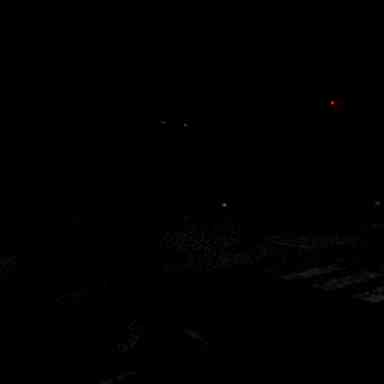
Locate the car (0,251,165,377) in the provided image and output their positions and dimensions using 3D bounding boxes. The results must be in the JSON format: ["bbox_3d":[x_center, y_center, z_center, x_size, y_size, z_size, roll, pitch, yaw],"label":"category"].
[{"bbox_3d":[-2.408,1.566,4.471,4.313,1.339,1.947,0,0,-35],"label":"car"}]
